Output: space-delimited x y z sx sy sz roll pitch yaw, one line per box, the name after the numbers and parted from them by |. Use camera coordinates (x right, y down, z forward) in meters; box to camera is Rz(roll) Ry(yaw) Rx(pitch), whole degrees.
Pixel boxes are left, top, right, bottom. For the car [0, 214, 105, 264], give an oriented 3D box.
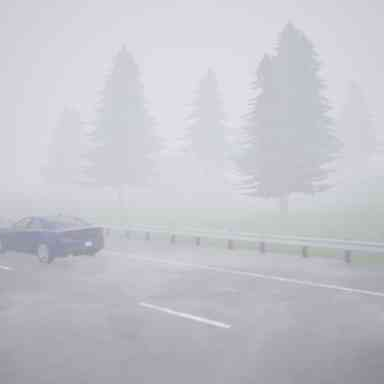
-5.330 1.526 12.123 5.008 1.535 1.882 0 0 36 | car
